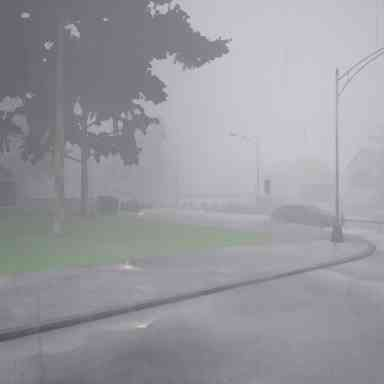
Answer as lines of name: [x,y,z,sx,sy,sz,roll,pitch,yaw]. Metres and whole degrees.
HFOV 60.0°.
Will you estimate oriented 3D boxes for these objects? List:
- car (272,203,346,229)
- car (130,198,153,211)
car: [7.528,1.531,21.810,1.837,1.490,4.892,0,0,-36]
car: [-6.580,1.494,41.525,1.812,1.442,4.674,0,0,-36]
